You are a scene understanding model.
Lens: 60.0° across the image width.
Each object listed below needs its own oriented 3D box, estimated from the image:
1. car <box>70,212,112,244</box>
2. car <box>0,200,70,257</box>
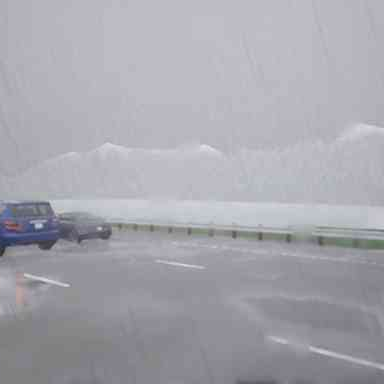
[{"bbox_3d":[-5.965,1.699,16.721,4.181,1.385,1.994,-1,0,36],"label":"car"},{"bbox_3d":[-7.761,1.348,13.695,5.566,2.045,2.150,0,0,36],"label":"car"}]
